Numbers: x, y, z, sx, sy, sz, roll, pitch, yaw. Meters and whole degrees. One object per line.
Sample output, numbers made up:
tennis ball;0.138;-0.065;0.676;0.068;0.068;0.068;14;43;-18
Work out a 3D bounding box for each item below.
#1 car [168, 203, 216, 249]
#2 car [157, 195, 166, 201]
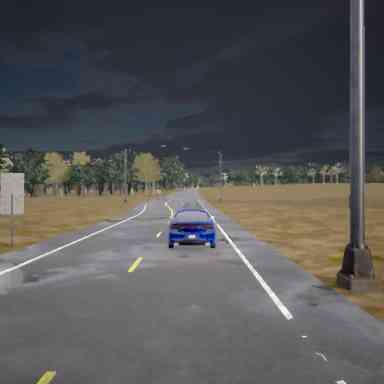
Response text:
car;0.000;1.487;14.650;1.882;1.535;5.008;0;0;0
car;-7.001;1.363;76.581;2.128;1.511;4.902;0;1;0
